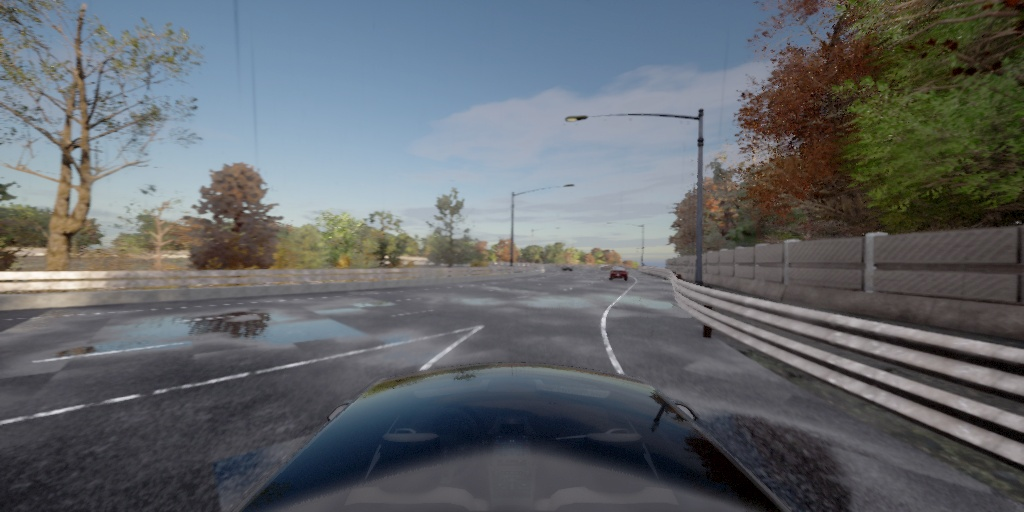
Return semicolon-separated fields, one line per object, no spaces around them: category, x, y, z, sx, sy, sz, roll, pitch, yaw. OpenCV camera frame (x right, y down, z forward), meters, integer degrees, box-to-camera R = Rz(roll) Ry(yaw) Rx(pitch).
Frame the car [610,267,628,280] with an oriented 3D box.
car;12.538;1.994;42.088;1.882;1.535;5.008;1;-1;18
